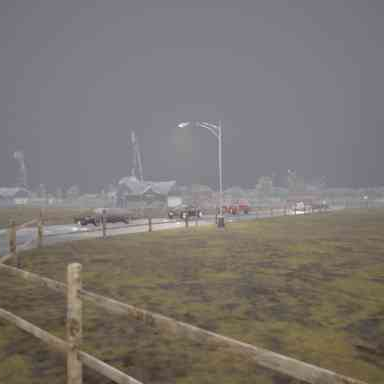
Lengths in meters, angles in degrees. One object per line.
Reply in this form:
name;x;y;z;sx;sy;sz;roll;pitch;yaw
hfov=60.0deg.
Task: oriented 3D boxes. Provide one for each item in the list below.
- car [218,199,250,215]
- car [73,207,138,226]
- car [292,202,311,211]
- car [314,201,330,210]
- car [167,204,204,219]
car;5.568;1.910;43.383;2.150;2.045;5.566;-2;-2;36
car;-6.648;1.882;26.309;2.033;1.411;5.357;-2;-2;36
car;17.795;2.402;54.114;1.812;1.442;4.674;-2;-2;36
car;25.123;2.469;64.325;2.097;1.767;4.553;-2;-2;34
car;-0.626;2.011;34.723;1.837;1.490;4.892;-2;-2;36
